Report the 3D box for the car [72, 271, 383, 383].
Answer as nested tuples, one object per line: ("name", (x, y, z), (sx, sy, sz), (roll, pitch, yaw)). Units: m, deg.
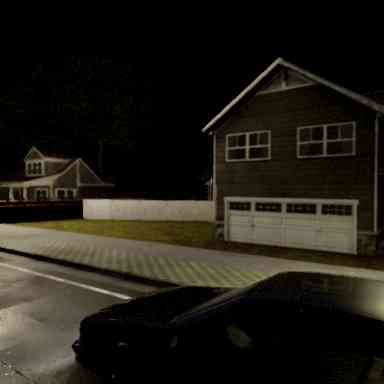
("car", (1.198, 1.544, 3.127), (5.357, 1.411, 2.033), (0, 0, 35))
